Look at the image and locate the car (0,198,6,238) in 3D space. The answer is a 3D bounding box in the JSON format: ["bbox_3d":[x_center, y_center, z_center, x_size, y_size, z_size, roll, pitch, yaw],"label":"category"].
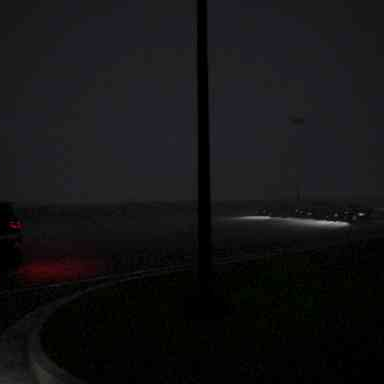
[{"bbox_3d":[-12.717,1.406,16.831,5.566,2.045,2.150,-1,0,-34],"label":"car"}]

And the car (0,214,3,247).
[{"bbox_3d":[-10.523,1.717,14.087,4.181,1.385,1.994,-1,0,-34],"label":"car"}]

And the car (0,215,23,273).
[{"bbox_3d":[-6.918,1.574,8.075,5.008,1.535,1.882,-1,0,-34],"label":"car"}]

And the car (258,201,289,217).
[{"bbox_3d":[8.127,1.552,31.036,4.181,1.385,1.994,-1,0,-34],"label":"car"}]

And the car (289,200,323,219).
[{"bbox_3d":[10.948,1.455,28.724,4.892,1.490,1.837,0,0,-34],"label":"car"}]

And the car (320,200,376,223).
[{"bbox_3d":[12.089,1.492,25.265,4.181,1.385,1.994,-1,0,-34],"label":"car"}]

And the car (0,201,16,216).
[{"bbox_3d":[-8.733,1.346,11.076,5.566,2.045,2.150,-1,0,-34],"label":"car"}]
